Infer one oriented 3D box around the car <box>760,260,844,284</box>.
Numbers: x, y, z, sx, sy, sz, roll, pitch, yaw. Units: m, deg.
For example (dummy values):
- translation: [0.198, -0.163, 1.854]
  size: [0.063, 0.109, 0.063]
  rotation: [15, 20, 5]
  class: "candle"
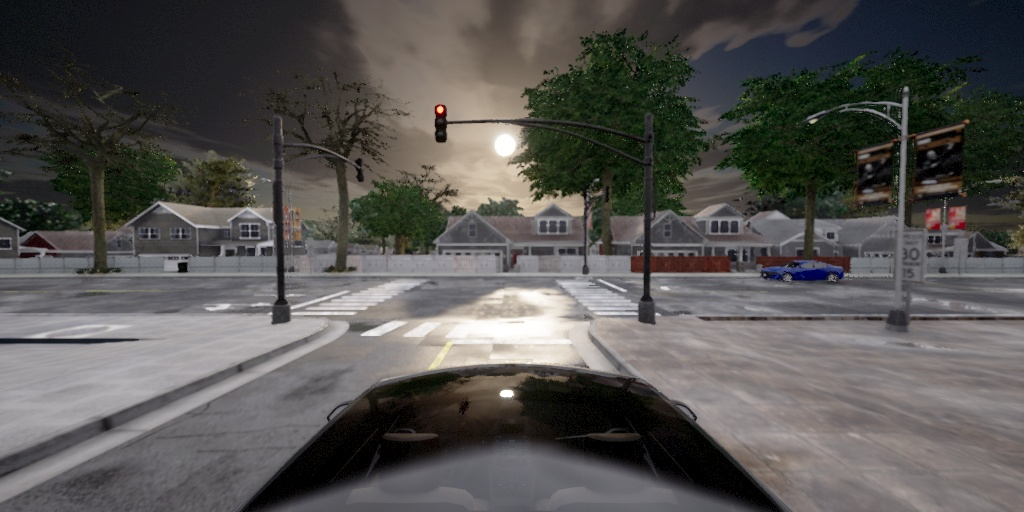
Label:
- translation: [20.219, 1.066, 25.123]
  size: [5.008, 1.535, 1.882]
  rotation: [0, 2, 0]
  class: "car"
